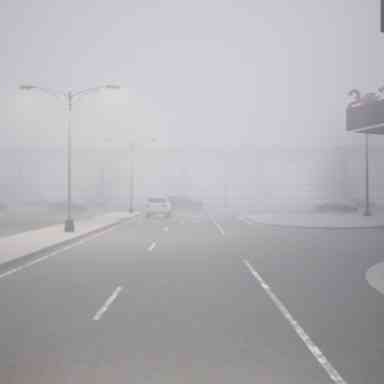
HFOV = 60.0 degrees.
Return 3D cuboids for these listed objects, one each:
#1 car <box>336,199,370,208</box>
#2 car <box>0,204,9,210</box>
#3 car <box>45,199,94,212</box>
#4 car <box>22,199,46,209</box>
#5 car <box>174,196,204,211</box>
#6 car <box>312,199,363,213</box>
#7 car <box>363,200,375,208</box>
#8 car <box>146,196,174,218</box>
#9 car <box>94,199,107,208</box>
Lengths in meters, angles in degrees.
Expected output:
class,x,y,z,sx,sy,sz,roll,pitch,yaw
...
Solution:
class,x,y,z,sx,sy,sz,roll,pitch,yaw
car,27.168,1.894,56.281,4.892,1.490,1.837,0,-2,-3
car,-27.781,1.914,45.580,4.718,1.301,1.895,0,0,0
car,-15.391,1.793,41.981,4.892,1.490,1.837,0,0,0
car,-24.238,1.840,52.782,5.008,1.535,1.882,0,0,0
car,-1.162,1.534,45.372,5.566,2.045,2.150,0,0,0
car,17.970,1.837,41.794,5.357,1.411,2.033,0,0,2
car,26.676,1.917,53.273,5.357,1.411,2.033,0,-1,-17
car,-3.270,1.452,33.201,2.150,2.045,5.566,0,0,0
car,-17.117,1.932,55.947,5.357,1.411,2.033,0,0,8
